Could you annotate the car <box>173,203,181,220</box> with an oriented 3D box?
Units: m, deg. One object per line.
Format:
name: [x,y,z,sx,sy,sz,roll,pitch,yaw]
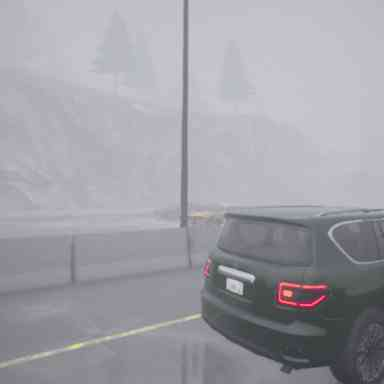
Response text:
car: [1.606,1.608,25.491,5.357,1.411,2.033,1,0,-30]

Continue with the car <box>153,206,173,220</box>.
car: [-0.543,1.596,28.280,5.357,1.411,2.033,1,0,-30]

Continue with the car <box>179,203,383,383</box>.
car: [2.760,1.252,5.487,5.566,2.045,2.150,1,0,-33]

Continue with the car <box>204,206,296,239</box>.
car: [3.252,1.565,18.309,4.892,1.490,1.837,1,0,-30]
